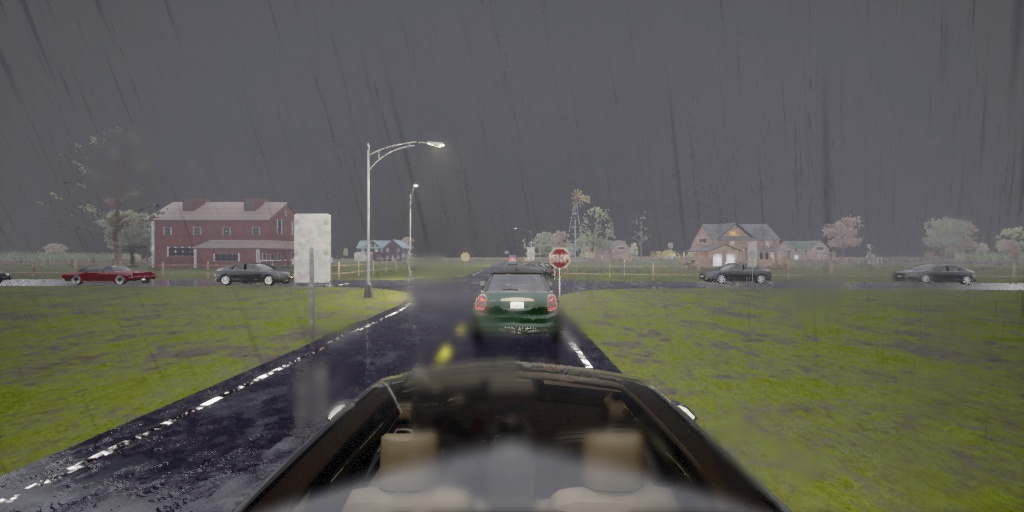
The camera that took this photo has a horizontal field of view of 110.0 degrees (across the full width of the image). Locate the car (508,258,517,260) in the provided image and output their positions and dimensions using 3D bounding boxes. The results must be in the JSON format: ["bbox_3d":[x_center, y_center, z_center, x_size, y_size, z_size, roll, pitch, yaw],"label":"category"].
[{"bbox_3d":[1.763,1.250,31.155,1.837,1.490,4.892,-4,3,-41],"label":"car"}]

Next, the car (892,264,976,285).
[{"bbox_3d":[31.510,1.368,26.855,4.892,1.490,1.837,1,0,1],"label":"car"}]

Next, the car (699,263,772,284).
[{"bbox_3d":[16.758,1.306,27.003,4.892,1.490,1.837,0,0,1],"label":"car"}]

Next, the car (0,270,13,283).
[{"bbox_3d":[-37.995,1.191,24.586,5.357,1.411,2.033,0,0,0],"label":"car"}]

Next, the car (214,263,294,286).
[{"bbox_3d":[-17.378,1.202,24.380,4.892,1.490,1.837,0,0,1],"label":"car"}]

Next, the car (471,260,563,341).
[{"bbox_3d":[0.119,1.101,10.006,2.097,1.767,4.553,0,0,0],"label":"car"}]

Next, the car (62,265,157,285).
[{"bbox_3d":[-27.324,1.271,24.476,4.718,1.301,1.895,0,0,1],"label":"car"}]
